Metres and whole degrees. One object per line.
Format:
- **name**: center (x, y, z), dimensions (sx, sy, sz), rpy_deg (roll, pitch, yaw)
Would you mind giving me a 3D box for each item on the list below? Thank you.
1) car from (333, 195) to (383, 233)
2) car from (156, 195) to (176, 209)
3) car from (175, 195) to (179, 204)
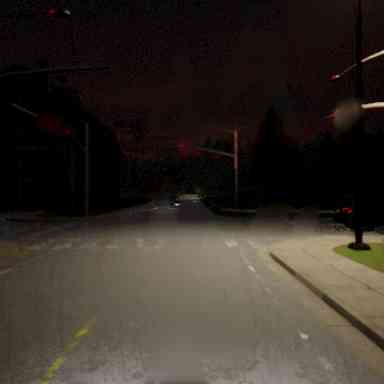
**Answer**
- **car**: center (11.006, 1.177, 18.836), dimensions (5.566, 2.045, 2.150), rpy_deg (0, 0, 4)
- **car**: center (-3.574, 1.523, 44.572), dimensions (1.994, 1.385, 4.181), rpy_deg (0, 0, 0)
- **car**: center (-3.521, 1.295, 61.437), dimensions (2.097, 1.767, 4.553), rpy_deg (0, 0, 1)
